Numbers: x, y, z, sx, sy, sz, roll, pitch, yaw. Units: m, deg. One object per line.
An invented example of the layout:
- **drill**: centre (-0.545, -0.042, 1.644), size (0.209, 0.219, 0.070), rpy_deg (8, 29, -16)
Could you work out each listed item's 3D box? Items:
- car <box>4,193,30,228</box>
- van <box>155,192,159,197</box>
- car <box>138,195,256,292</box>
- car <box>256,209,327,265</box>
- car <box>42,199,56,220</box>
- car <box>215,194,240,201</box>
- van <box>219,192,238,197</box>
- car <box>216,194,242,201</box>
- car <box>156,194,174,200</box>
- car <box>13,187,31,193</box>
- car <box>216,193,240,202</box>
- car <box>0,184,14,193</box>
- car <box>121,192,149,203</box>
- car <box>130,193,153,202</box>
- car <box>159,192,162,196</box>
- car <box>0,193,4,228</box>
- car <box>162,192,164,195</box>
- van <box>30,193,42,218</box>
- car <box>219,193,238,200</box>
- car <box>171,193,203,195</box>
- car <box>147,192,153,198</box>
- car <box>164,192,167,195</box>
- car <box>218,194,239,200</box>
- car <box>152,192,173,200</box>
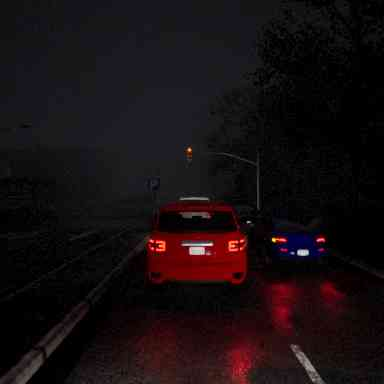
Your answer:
- **car**: centre (-13.747, 1.268, 21.234), size (5.566, 2.045, 2.435), rpy_deg (-1, 0, -20)
- **van**: centre (-10.343, 1.094, 74.043), size (4.442, 1.987, 1.878), rpy_deg (-1, 0, -14)
- **car**: centre (0.092, 1.230, 9.087), size (2.150, 2.045, 5.566), rpy_deg (0, 0, 0)
- **car**: centre (3.093, 1.539, 11.568), size (1.812, 1.442, 4.674), rpy_deg (0, 0, 0)
- **car**: centre (-13.664, 1.405, 27.248), size (4.553, 1.767, 2.185), rpy_deg (-1, 0, -19)
- **car**: centre (8.079, 1.258, 76.494), size (5.366, 1.575, 1.946), rpy_deg (1, 0, -13)
- **van**: centre (7.190, 1.043, 67.678), size (4.442, 1.987, 1.878), rpy_deg (1, 0, -14)
- **car**: centre (8.101, 1.264, 73.642), size (5.366, 1.575, 1.946), rpy_deg (1, 0, -13)
- **car**: centre (-7.712, 1.316, 94.982), size (5.008, 1.535, 2.097), rpy_deg (-1, 0, -12)
- **car**: centre (-28.242, 0.138, 55.902), size (2.002, 1.452, 4.674), rpy_deg (6, -3, -19)
- **car**: centre (7.569, 1.142, 70.648), size (4.553, 1.767, 2.185), rpy_deg (1, 0, -14)
- **car**: centre (-31.237, -0.425, 55.958), size (2.435, 2.045, 5.566), rpy_deg (6, -3, -19)
- **car**: centre (-11.534, 1.359, 65.057), size (4.792, 1.488, 2.163), rpy_deg (-1, 0, -15)
- **car**: centre (-10.804, 1.197, 71.002), size (4.553, 1.767, 2.185), rpy_deg (-1, 0, -14)
- **car**: centre (-10.119, 1.322, 77.014), size (4.892, 1.521, 2.231), rpy_deg (-1, 0, -14)
- **car**: centre (-13.816, 1.264, 18.197), size (5.566, 2.045, 2.435), rpy_deg (-1, 0, -20)
- **car**: centre (-9.750, 1.360, 80.010), size (4.674, 1.452, 2.002), rpy_deg (-1, 0, -13)
- **van**: centre (-13.635, 1.298, 24.270), size (4.442, 1.987, 1.878), rpy_deg (-1, 0, -20)
- **car**: centre (9.340, 1.129, 85.350), size (4.553, 1.767, 2.185), rpy_deg (1, 0, -12)
- **car**: centre (0.127, 1.247, 19.445), size (2.150, 2.045, 5.566), rpy_deg (0, 0, 0)
- **car**: centre (-10.893, 1.316, 68.050), size (5.366, 1.575, 1.946), rpy_deg (-1, 0, -15)
- **car**: centre (-9.383, 1.359, 83.012), size (4.674, 1.452, 2.002), rpy_deg (-1, 0, -13)
- **car**: centre (8.977, 1.298, 82.420), size (4.674, 1.452, 2.002), rpy_deg (1, 0, -12)
- **car**: centre (-8.130, 1.065, 92.002), size (5.566, 2.045, 2.435), rpy_deg (-1, 0, -12)
